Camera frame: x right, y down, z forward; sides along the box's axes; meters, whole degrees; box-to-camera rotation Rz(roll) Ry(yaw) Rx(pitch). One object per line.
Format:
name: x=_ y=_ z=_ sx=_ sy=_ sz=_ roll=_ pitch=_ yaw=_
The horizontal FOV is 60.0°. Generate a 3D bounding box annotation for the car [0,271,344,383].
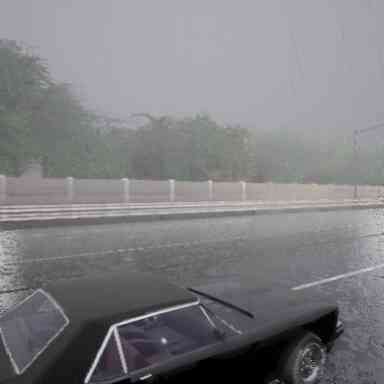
car: x=-0.447 y=1.578 z=3.550 sx=4.718 sy=1.301 sz=1.895 roll=0 pitch=0 yaw=-35
